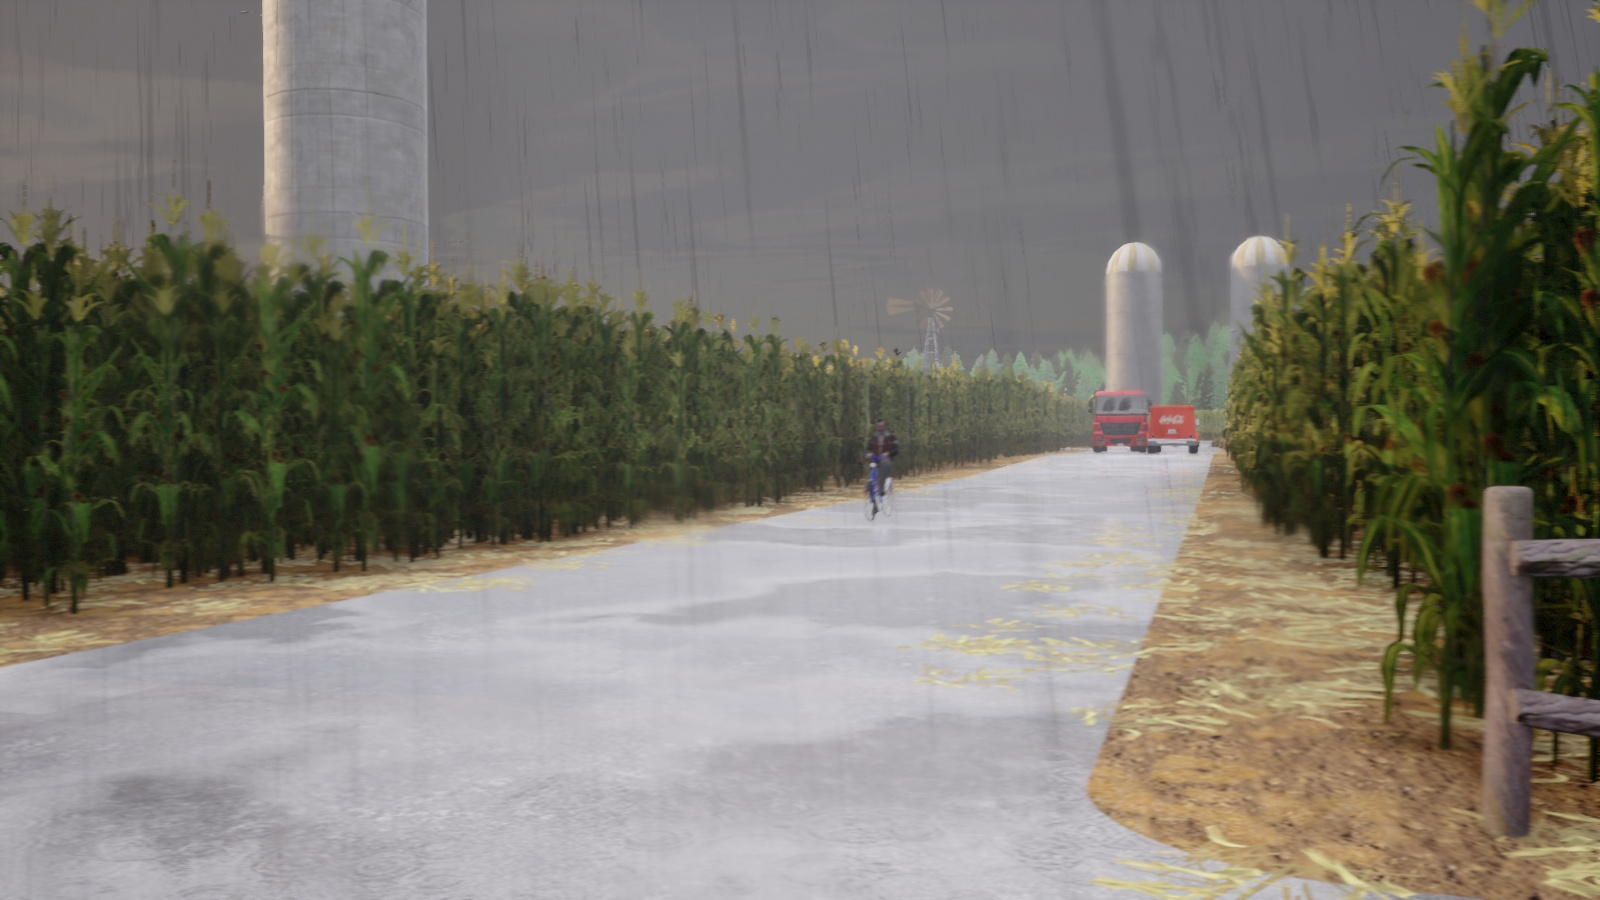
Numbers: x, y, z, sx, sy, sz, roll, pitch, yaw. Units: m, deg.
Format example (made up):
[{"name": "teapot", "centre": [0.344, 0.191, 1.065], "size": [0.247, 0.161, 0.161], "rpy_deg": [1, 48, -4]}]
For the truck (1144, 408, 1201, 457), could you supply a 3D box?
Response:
[{"name": "truck", "centre": [19.638, -0.914, 66.026], "size": [2.627, 2.467, 5.204], "rpy_deg": [1, 0, 19]}]

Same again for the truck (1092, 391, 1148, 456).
[{"name": "truck", "centre": [17.971, -1.478, 70.688], "size": [2.891, 3.462, 7.936], "rpy_deg": [0, 1, 14]}]

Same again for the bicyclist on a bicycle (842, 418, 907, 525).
[{"name": "bicyclist on a bicycle", "centre": [1.319, 0.353, 21.821], "size": [0.659, 1.776, 1.843], "rpy_deg": [1, 1, 19]}]
